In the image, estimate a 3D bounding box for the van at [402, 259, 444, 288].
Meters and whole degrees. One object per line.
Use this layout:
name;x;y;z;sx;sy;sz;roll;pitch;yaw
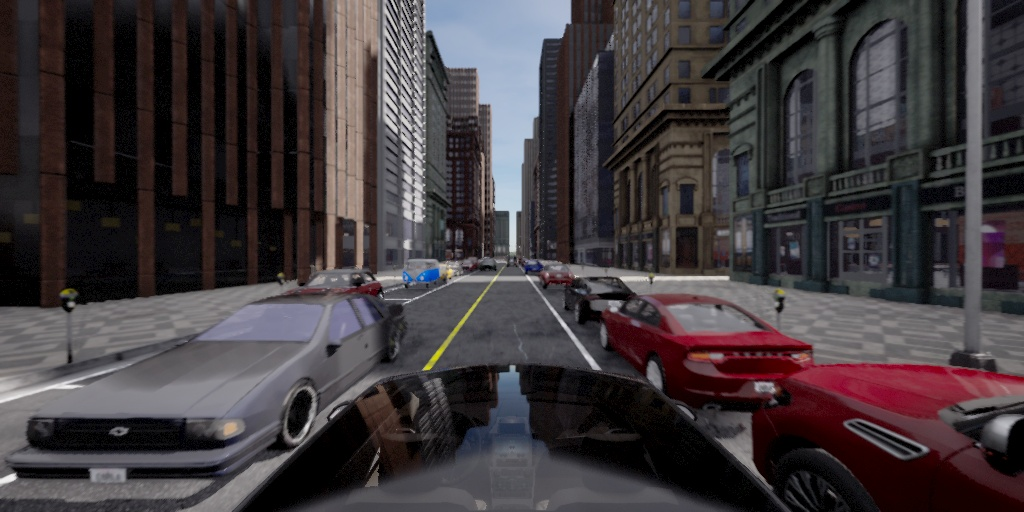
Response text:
van;-5.761;1.078;23.046;1.690;1.789;3.998;0;0;0

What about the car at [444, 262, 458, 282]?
car;-5.760;1.260;28.512;1.751;1.417;4.829;0;0;0

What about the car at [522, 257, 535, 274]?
car;2.364;1.210;39.931;1.882;1.535;5.008;0;0;0

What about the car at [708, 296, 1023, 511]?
car;2.762;1.066;0.508;2.192;1.841;5.009;0;0;0

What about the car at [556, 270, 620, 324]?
car;2.763;1.310;11.780;1.948;1.339;4.313;0;0;0

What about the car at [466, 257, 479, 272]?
car;-5.759;1.171;45.591;1.967;1.591;4.097;0;0;0

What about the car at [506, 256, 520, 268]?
car;0.037;1.255;62.402;1.812;1.442;4.674;0;0;1

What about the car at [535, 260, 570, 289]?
car;2.764;1.177;23.052;1.967;1.591;4.097;0;0;0

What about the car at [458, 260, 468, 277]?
car;-5.760;1.284;34.318;2.007;1.370;4.403;0;0;0

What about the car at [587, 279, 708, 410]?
car;2.763;1.292;6.144;1.888;1.381;4.507;0;0;0

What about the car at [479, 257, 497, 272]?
car;-3.075;1.083;46.888;2.097;1.767;4.553;0;0;0

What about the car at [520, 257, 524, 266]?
car;2.768;1.311;62.506;1.802;1.307;4.207;0;0;0

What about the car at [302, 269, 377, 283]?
car;-5.762;1.184;11.772;1.967;1.591;4.097;0;0;0

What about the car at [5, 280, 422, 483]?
car;-3.101;1.295;5.413;2.033;1.411;5.357;0;0;0
